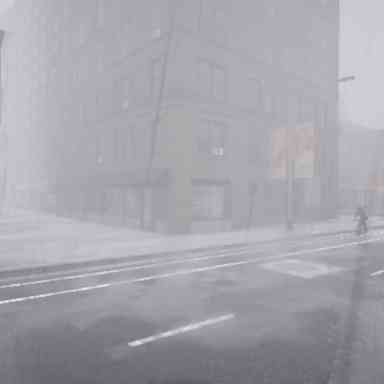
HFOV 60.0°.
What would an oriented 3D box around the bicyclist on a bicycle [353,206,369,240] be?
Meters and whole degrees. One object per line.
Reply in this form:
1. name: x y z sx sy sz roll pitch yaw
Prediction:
1. bicyclist on a bicycle: 8.453 1.540 16.594 1.656 1.620 0.582 0 0 -39
